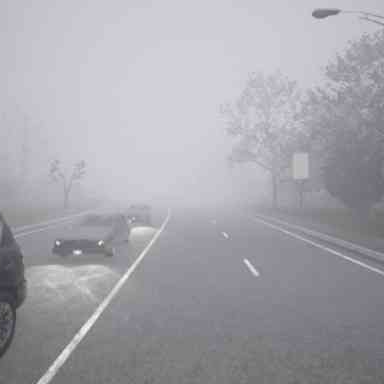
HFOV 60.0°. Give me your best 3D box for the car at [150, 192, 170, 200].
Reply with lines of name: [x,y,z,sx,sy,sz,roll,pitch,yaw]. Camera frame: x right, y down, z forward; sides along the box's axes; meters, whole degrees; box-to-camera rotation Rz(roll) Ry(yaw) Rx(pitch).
car: [-7.014,0.901,72.465,2.097,1.767,4.553,0,0,-18]

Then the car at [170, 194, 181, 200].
car: [-3.871,1.132,74.123,1.895,1.301,4.718,0,0,-18]

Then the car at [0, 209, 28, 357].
car: [-3.618,1.218,2.924,2.150,2.045,5.566,0,0,0]

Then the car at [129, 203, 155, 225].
car: [-3.727,1.493,23.179,1.994,1.385,4.181,0,0,-1]

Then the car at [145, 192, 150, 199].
car: [-10.313,0.825,82.213,1.882,1.535,5.008,0,0,-22]

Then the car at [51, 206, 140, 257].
car: [-3.617,1.522,13.168,2.033,1.411,5.357,0,0,0]

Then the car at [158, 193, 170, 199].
car: [-7.076,0.893,83.548,1.994,1.385,4.181,0,0,-22]
